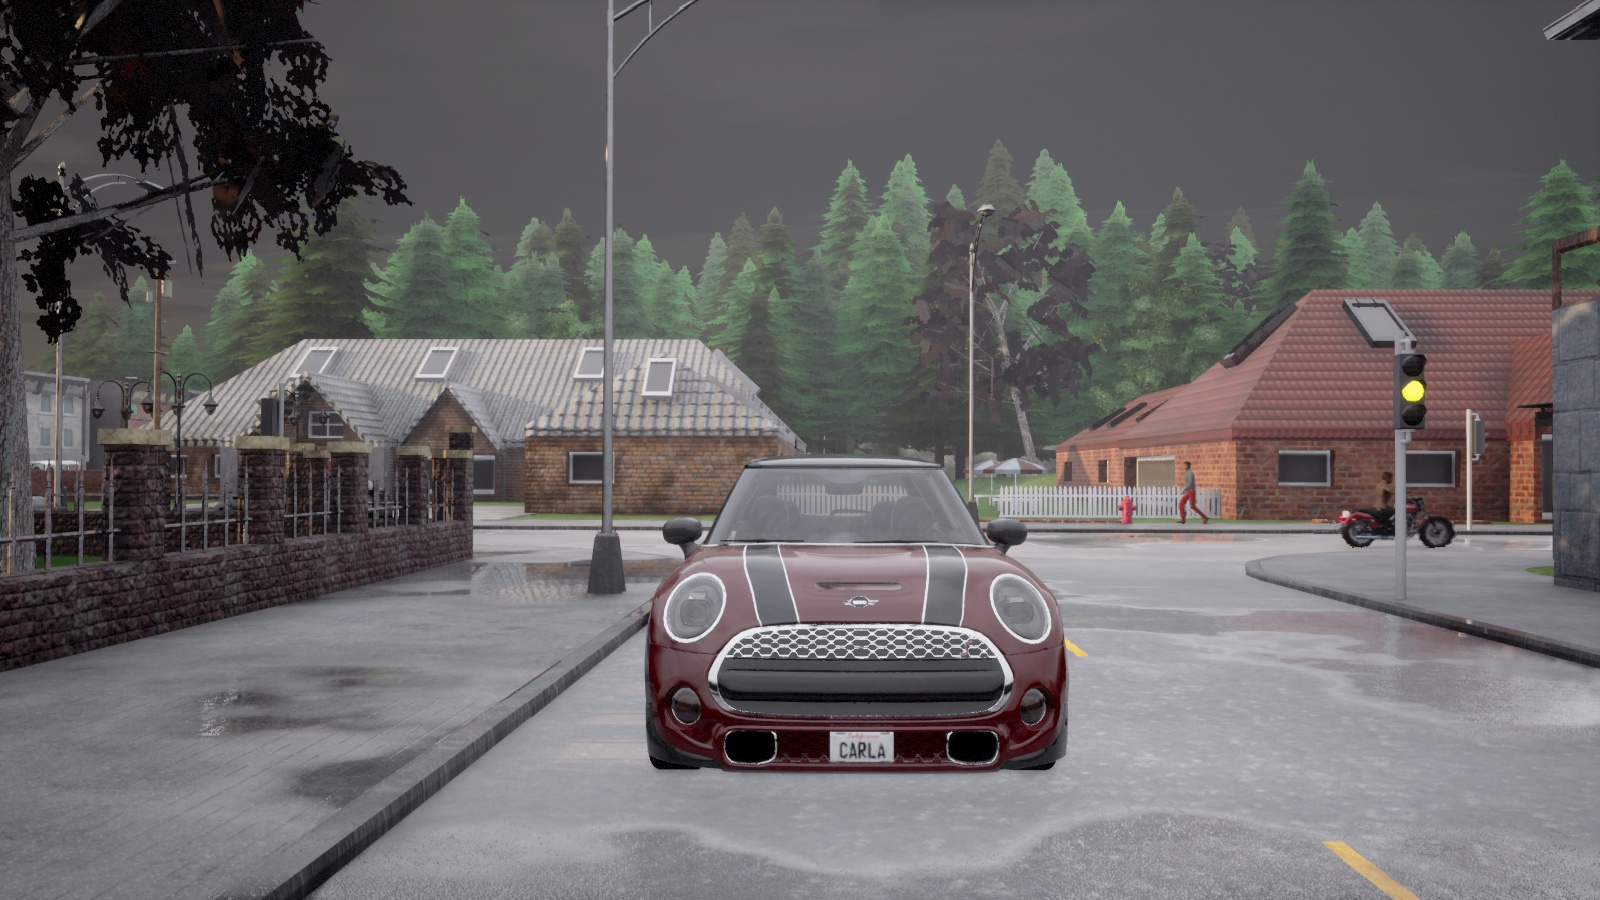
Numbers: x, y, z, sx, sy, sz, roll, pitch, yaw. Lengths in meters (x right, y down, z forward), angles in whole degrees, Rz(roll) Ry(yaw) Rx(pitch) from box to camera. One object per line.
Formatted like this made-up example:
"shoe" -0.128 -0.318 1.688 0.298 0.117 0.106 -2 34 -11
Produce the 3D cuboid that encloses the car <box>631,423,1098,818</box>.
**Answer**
"car" 0.271 0.805 7.943 2.097 1.767 4.553 0 -1 0

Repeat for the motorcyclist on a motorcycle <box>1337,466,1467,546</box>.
"motorcyclist on a motorcycle" 12.531 1.153 26.176 2.350 1.649 0.766 0 0 -2

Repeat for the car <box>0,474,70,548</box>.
"car" -18.574 1.289 27.041 4.514 1.525 2.007 0 -1 0

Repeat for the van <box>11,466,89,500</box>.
"van" -46.843 2.041 78.569 2.069 2.038 4.480 0 -1 2

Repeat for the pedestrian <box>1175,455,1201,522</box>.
"pedestrian" 10.852 1.069 35.103 0.614 1.847 0.353 0 -1 0

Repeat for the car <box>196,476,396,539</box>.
"car" -12.351 1.396 30.926 4.193 1.474 1.816 0 -1 2
